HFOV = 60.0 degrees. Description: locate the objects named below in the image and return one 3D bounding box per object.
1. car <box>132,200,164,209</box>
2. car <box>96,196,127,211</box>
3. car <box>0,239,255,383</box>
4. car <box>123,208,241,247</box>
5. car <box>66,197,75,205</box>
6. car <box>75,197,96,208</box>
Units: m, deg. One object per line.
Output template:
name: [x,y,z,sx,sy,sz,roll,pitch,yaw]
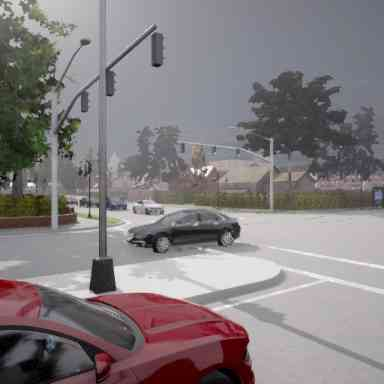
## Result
car: [-4.613,1.526,34.387,1.812,1.442,4.674,0,0,-35]
car: [-9.820,1.352,41.591,2.097,1.767,4.553,0,0,-36]
car: [-1.684,1.478,2.567,5.008,1.535,1.882,0,0,-35]
car: [-0.268,1.505,13.575,4.892,1.490,1.837,0,-2,-30]
car: [-21.012,1.564,57.108,1.994,1.385,4.181,0,0,-34]
car: [-15.214,1.505,49.045,1.837,1.490,4.892,0,0,-36]
